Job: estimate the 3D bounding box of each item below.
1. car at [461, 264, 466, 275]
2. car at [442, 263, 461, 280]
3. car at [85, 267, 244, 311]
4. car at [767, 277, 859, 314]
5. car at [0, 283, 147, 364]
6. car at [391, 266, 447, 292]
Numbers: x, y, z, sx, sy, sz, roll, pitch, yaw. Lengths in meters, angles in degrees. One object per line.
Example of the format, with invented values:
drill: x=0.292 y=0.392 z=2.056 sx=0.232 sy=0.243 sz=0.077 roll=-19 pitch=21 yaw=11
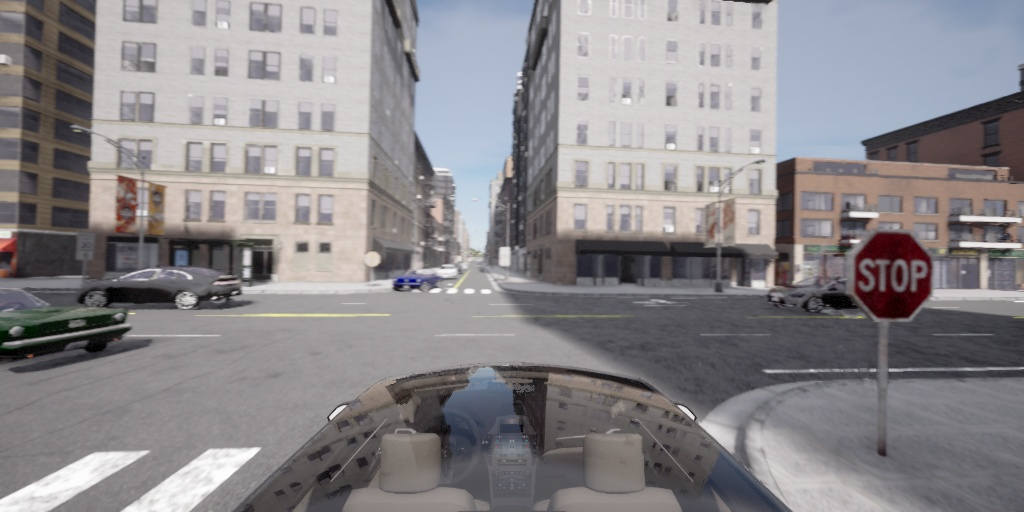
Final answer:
car: x=-7.654 y=1.726 z=48.788 sx=1.837 sy=1.490 sz=4.892 roll=1 pitch=0 yaw=-5
car: x=-6.471 y=1.602 z=36.157 sx=1.812 sy=1.442 sz=4.674 roll=1 pitch=-1 yaw=-6
car: x=-12.859 y=1.148 z=13.302 sx=4.902 sy=1.511 sz=2.128 roll=1 pitch=-1 yaw=-5
car: x=13.911 y=1.674 z=15.838 sx=4.902 sy=1.511 sz=2.128 roll=1 pitch=-1 yaw=-5
car: x=-9.908 y=1.232 z=6.443 sx=4.718 sy=1.301 sz=1.895 roll=1 pitch=-1 yaw=2
car: x=-5.883 y=1.509 z=22.822 sx=1.895 sy=1.301 sz=4.718 roll=1 pitch=-1 yaw=5
